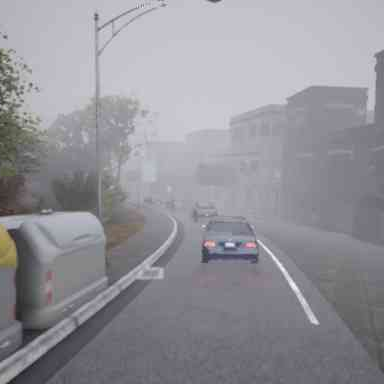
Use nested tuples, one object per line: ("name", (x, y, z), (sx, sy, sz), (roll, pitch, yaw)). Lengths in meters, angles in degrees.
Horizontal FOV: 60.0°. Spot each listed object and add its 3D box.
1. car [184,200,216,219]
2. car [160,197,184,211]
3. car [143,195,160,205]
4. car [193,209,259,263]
("car", (0.829, 1.513, 26.882), (2.128, 1.511, 4.902), (0, 0, -7))
("car", (-1.949, 1.363, 39.331), (2.128, 1.511, 4.902), (-1, 2, -18))
("car", (-5.705, 1.156, 48.916), (1.895, 1.301, 4.718), (-2, 3, -24))
("car", (1.302, 1.574, 12.109), (2.033, 1.411, 5.357), (0, 0, 5))
